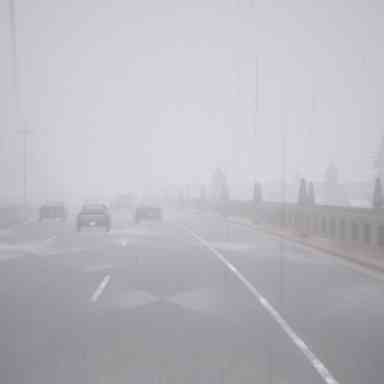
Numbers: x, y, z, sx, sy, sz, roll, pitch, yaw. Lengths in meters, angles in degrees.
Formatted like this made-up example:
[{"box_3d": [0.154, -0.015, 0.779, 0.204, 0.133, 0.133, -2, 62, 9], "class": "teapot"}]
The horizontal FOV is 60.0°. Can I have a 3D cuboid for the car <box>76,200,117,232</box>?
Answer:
[{"box_3d": [-5.911, 1.492, 20.378, 2.128, 1.511, 4.902, 0, 0, -12], "class": "car"}]

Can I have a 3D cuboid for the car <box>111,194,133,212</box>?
[{"box_3d": [-8.323, 1.216, 39.662, 2.150, 2.045, 5.566, 0, 0, -23], "class": "car"}]

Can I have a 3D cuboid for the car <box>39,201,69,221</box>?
[{"box_3d": [-11.399, 1.494, 27.652, 1.882, 1.535, 5.008, 0, 0, -16], "class": "car"}]

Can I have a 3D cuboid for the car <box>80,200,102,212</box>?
[{"box_3d": [-12.055, 1.612, 39.508, 1.895, 1.301, 4.718, 0, 0, -23], "class": "car"}]

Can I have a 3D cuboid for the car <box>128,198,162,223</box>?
[{"box_3d": [-3.558, 1.467, 25.553, 1.882, 1.535, 5.008, 0, -1, -15], "class": "car"}]
